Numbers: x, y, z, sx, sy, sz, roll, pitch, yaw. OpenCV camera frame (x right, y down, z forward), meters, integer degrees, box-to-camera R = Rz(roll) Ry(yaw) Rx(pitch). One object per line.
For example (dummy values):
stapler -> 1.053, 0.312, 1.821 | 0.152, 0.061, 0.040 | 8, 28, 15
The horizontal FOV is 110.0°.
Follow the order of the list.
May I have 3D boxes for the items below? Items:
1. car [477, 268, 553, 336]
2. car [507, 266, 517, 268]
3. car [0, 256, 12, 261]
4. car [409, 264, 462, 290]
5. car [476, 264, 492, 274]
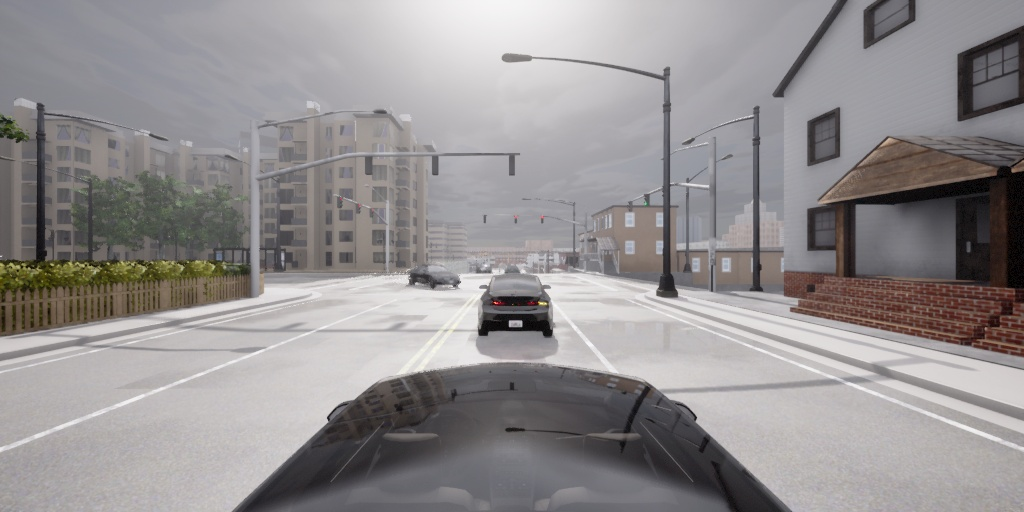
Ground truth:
car -> 0.092, 1.255, 10.360 | 1.837, 1.490, 4.892 | 0, 0, 0
car -> 0.062, 2.406, 53.306 | 2.097, 1.767, 4.553 | 0, -10, 0
car -> -40.027, 0.969, 27.341 | 5.566, 2.045, 2.150 | 0, 0, 1
car -> -5.044, 1.256, 22.989 | 1.812, 1.442, 4.674 | 1, 0, -39
car -> -3.618, 1.754, 47.174 | 2.128, 1.511, 4.902 | 0, -5, 0
